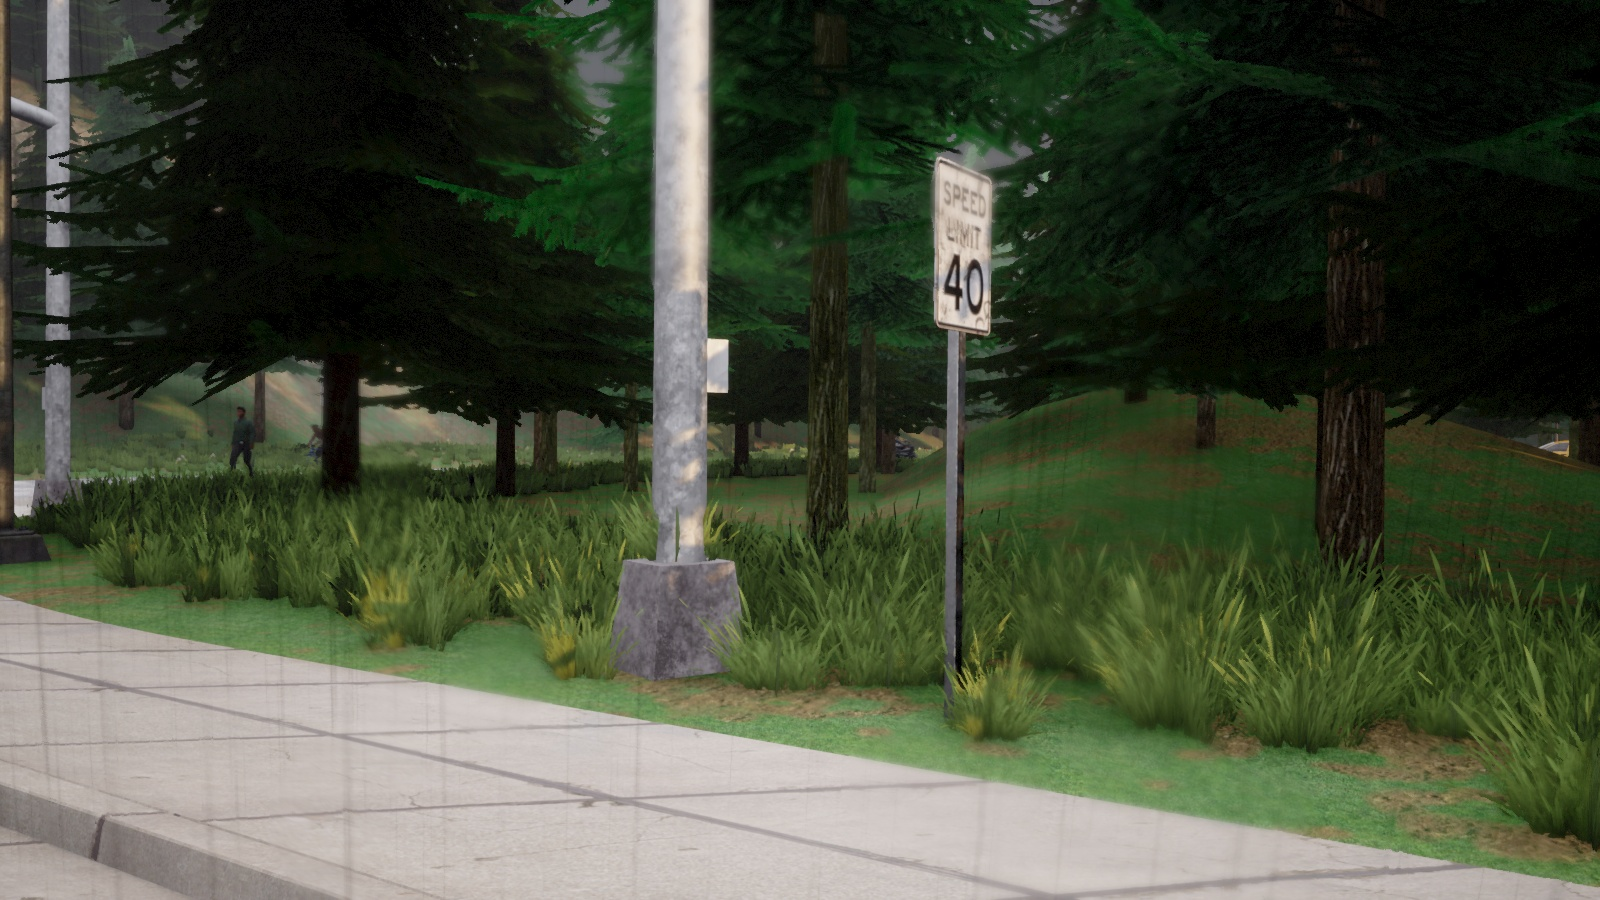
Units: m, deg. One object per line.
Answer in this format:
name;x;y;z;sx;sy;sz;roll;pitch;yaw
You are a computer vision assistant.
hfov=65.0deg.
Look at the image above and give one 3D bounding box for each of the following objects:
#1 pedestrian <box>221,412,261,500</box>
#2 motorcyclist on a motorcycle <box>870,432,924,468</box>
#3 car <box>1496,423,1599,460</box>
pedestrian;-12.497;0.123;28.075;0.423;1.949;0.788;0;1;10
motorcyclist on a motorcycle;4.227;-0.018;54.687;2.191;1.530;0.866;-1;1;-23
car;33.110;-0.368;54.063;5.366;1.575;1.801;0;1;33
